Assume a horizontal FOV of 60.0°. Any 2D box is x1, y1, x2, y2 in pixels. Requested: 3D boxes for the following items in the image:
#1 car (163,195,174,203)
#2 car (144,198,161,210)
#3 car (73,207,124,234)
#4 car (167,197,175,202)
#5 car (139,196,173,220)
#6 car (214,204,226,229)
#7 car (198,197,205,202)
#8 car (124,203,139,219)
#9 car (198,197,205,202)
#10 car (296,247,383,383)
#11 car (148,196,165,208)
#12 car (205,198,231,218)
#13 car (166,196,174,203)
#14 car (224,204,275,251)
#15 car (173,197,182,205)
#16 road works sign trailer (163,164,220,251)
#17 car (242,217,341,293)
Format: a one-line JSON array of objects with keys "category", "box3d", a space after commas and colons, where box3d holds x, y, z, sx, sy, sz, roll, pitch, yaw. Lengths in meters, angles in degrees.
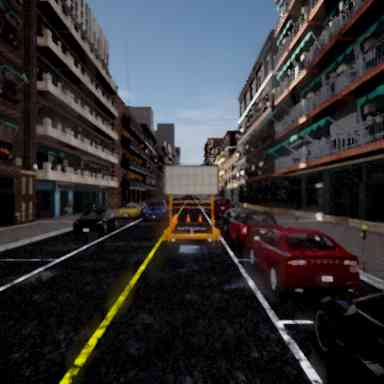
[{"category": "car", "box3d": [-5.770, 1.787, 82.105, 2.192, 1.841, 5.009, 0, 0, 0]}, {"category": "car", "box3d": [-5.737, 1.723, 48.287, 1.967, 1.590, 4.097, 0, 0, 0]}, {"category": "car", "box3d": [-5.709, 1.687, 20.103, 1.947, 1.339, 4.313, 0, 0, 0]}, {"category": "car", "box3d": [-5.782, 2.078, 93.377, 1.887, 1.381, 4.507, 0, 0, 0]}, {"category": "car", "box3d": [-3.127, 1.529, 29.719, 2.097, 1.767, 4.553, 0, 0, 0]}, {"category": "car", "box3d": [2.672, 1.672, 20.108, 2.008, 1.369, 4.403, 0, 0, 0]}, {"category": "car", "box3d": [2.599, 2.078, 93.381, 1.887, 1.381, 4.507, 0, 0, 0]}, {"category": "car", "box3d": [-5.720, 1.711, 31.206, 1.752, 1.417, 4.829, 0, 0, 0]}, {"category": "car", "box3d": [2.610, 1.998, 82.278, 1.752, 1.417, 4.829, 0, 0, 0]}, {"category": "car", "box3d": [2.688, 1.586, 3.200, 1.947, 1.339, 4.313, 0, 0, 0]}, {"category": "car", "box3d": [-5.742, 1.630, 53.924, 2.192, 1.841, 5.009, 0, 0, 0]}, {"category": "car", "box3d": [2.662, 1.502, 31.383, 2.192, 1.841, 5.009, 0, 0, 0]}, {"category": "car", "box3d": [-5.776, 1.943, 87.740, 1.967, 1.590, 4.097, 0, 0, 0]}, {"category": "car", "box3d": [2.677, 1.528, 14.474, 1.967, 1.590, 4.097, 0, 0, 0]}, {"category": "car", "box3d": [-3.071, 1.914, 70.625, 1.812, 1.442, 4.674, 0, 0, 0]}, {"category": "road works sign trailer", "box3d": [-0.014, 0.553, 14.609, 2.380, 3.560, 2.880, 0, 0, 0]}, {"category": "car", "box3d": [2.683, 1.599, 8.836, 1.887, 1.381, 4.507, 0, 0, 0]}]
